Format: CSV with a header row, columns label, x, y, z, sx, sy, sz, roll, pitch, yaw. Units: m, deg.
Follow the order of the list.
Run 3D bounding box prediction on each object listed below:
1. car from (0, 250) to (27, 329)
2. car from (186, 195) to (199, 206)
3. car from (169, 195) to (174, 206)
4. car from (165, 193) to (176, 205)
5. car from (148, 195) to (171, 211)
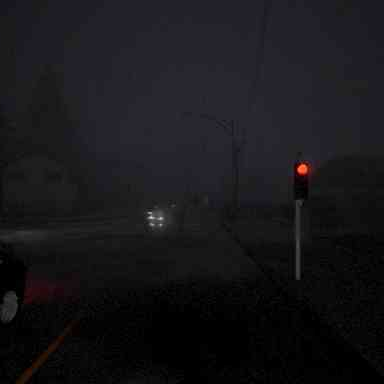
label,x,y,z,sx,sy,sz,roll,pitch,yaw
car,-3.964,1.505,4.138,1.837,1.490,4.892,0,0,2
car,0.117,1.352,54.826,2.097,1.767,4.553,0,0,0
car,-4.076,1.525,50.018,1.812,1.442,4.674,0,0,0
car,-4.051,1.221,60.466,2.150,2.045,5.566,0,0,0
car,-4.088,1.491,40.013,2.128,1.511,4.902,0,0,0
